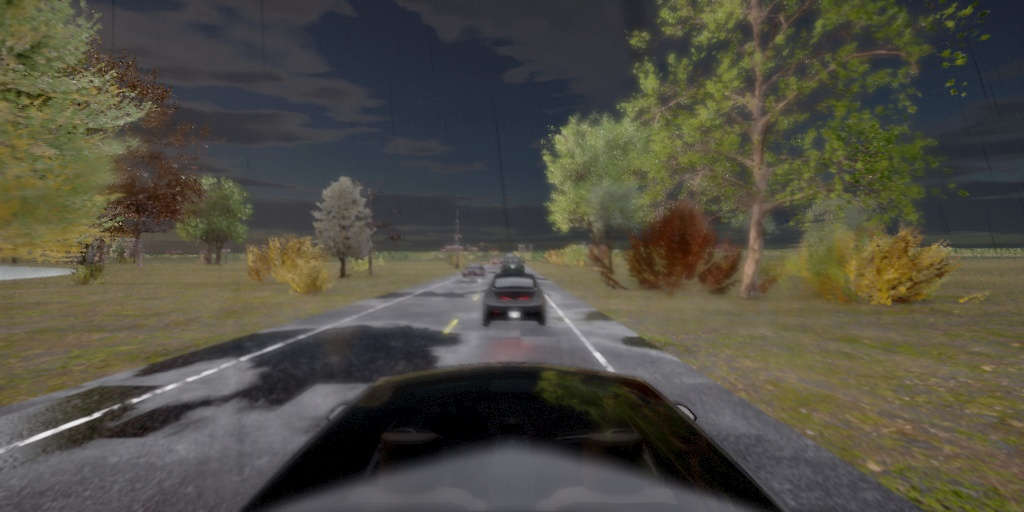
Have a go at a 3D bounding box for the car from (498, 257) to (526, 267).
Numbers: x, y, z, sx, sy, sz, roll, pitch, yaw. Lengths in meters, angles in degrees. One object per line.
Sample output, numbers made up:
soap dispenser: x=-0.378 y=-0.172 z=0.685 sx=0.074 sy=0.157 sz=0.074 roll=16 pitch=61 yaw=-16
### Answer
car: x=0.105 y=1.101 z=34.053 sx=2.150 sy=2.045 sz=5.566 roll=0 pitch=0 yaw=0

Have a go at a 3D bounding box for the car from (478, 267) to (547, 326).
car: x=0.087 y=1.302 z=11.889 sx=1.837 sy=1.490 sz=4.892 roll=0 pitch=0 yaw=0

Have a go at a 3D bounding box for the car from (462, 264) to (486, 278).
car: x=-3.591 y=1.446 z=34.813 sx=1.994 sy=1.385 sz=4.181 roll=0 pitch=0 yaw=0
